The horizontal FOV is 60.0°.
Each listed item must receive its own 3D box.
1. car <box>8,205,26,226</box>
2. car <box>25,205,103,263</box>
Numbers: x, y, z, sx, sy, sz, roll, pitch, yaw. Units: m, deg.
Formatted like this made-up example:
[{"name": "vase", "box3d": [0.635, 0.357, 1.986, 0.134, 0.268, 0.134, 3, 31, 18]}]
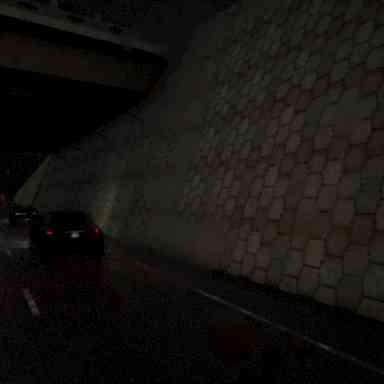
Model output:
[{"name": "car", "box3d": [-13.105, 1.782, 25.844, 2.128, 1.511, 4.902, 1, -1, -32]}, {"name": "car", "box3d": [-5.074, 1.510, 13.067, 2.097, 1.767, 4.553, 1, -1, -32]}]
